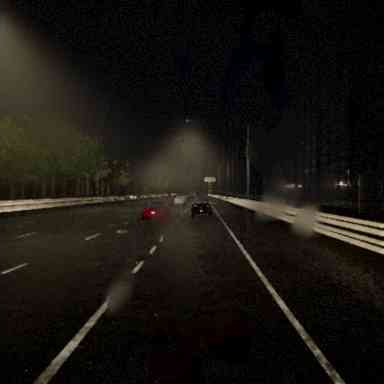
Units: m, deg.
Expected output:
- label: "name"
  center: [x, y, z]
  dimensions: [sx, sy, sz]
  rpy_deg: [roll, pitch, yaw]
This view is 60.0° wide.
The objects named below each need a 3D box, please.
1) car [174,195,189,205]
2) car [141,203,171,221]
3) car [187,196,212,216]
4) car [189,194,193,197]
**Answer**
- label: "car"
  center: [-2.007, 1.515, 56.865]
  dimensions: [1.812, 1.442, 4.674]
  rpy_deg: [0, 0, 2]
- label: "car"
  center: [-2.838, 1.538, 26.894]
  dimensions: [1.994, 1.385, 4.181]
  rpy_deg: [0, 0, 2]
- label: "car"
  center: [0.936, 1.492, 32.592]
  dimensions: [2.128, 1.511, 4.902]
  rpy_deg: [0, 0, 2]
- label: "car"
  center: [-1.536, 1.564, 75.444]
  dimensions: [2.033, 1.411, 5.357]
  rpy_deg: [0, 0, 1]
